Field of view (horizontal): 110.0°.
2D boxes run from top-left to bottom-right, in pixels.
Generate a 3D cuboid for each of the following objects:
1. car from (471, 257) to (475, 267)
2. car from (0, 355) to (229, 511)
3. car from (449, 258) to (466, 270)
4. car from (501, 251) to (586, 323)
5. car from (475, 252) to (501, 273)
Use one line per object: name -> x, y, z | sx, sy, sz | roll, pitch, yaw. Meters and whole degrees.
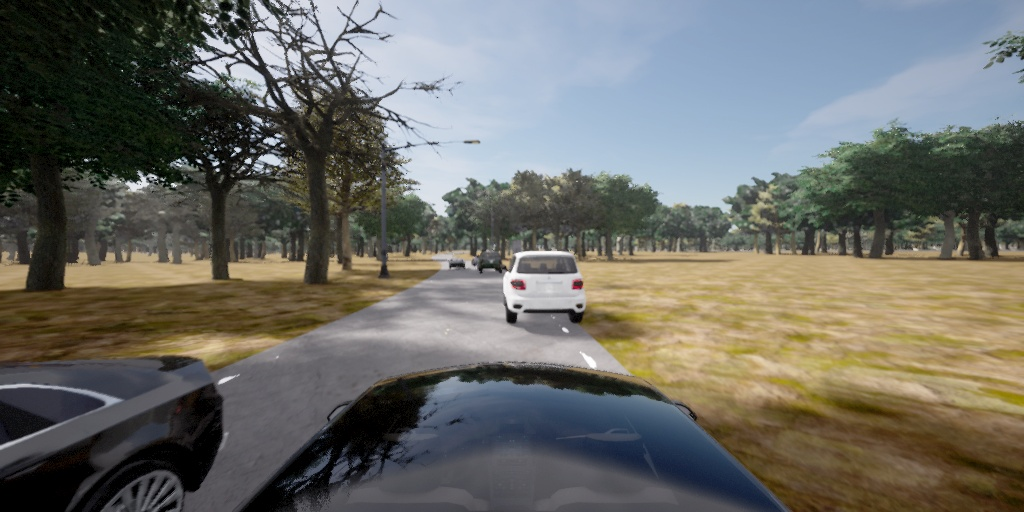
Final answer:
car -> -4.516, 0.707, 49.418 | 1.994, 1.385, 4.181 | 0, 1, -11
car -> -3.152, 1.253, 0.754 | 2.128, 1.511, 4.902 | 0, 1, 0
car -> -6.346, 0.874, 41.424 | 1.895, 1.301, 4.718 | 0, 1, -9
car -> 0.831, 0.862, 11.745 | 2.150, 2.045, 5.566 | 0, 1, -2
car -> -2.234, 0.572, 35.391 | 2.150, 2.045, 5.566 | 0, 1, -8
